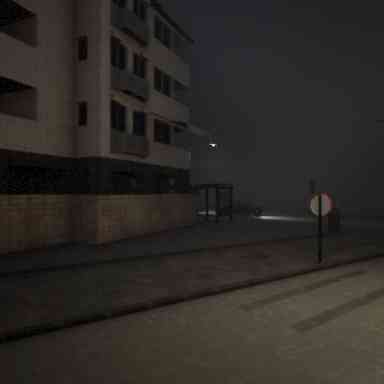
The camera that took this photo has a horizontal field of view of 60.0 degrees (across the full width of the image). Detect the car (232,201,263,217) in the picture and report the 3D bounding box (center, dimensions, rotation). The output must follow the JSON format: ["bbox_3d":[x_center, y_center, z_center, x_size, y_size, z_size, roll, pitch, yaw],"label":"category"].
[{"bbox_3d":[4.909,1.621,32.673,1.994,1.385,4.181,0,0,-35],"label":"car"}]
